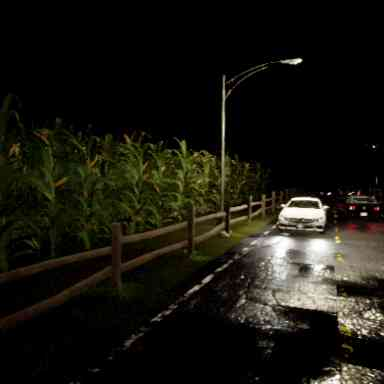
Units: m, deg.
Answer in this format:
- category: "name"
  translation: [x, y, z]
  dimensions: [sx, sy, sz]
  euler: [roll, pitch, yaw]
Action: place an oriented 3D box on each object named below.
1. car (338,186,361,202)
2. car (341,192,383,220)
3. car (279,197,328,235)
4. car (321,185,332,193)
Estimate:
- category: "car"
  translation: [16.683, 0.149, 35.209]
  dimensions: [2.097, 1.767, 4.553]
  euler: [1, 2, 23]
- category: "car"
  translation: [10.515, 0.888, 20.640]
  dimensions: [1.895, 1.301, 4.718]
  euler: [1, 2, 23]
- category: "car"
  translation: [5.182, 0.972, 15.263]
  dimensions: [1.812, 1.442, 4.674]
  euler: [1, 2, 23]
- category: "car"
  translation: [26.705, -0.634, 66.092]
  dimensions: [2.033, 1.411, 5.357]
  euler: [1, 2, 23]
